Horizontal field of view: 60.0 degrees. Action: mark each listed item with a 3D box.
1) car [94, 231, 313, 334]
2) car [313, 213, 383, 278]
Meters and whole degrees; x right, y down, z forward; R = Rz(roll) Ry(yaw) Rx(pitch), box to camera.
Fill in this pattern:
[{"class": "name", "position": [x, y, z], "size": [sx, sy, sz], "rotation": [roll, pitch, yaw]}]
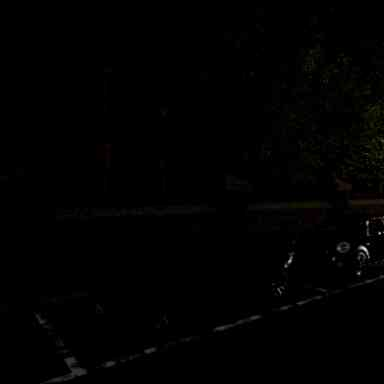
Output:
[{"class": "car", "position": [0.252, 1.546, 6.738], "size": [4.313, 1.339, 1.947], "rotation": [0, 0, -36]}, {"class": "car", "position": [4.761, 1.393, 9.953], "size": [4.097, 1.590, 1.967], "rotation": [0, 0, -36]}]
